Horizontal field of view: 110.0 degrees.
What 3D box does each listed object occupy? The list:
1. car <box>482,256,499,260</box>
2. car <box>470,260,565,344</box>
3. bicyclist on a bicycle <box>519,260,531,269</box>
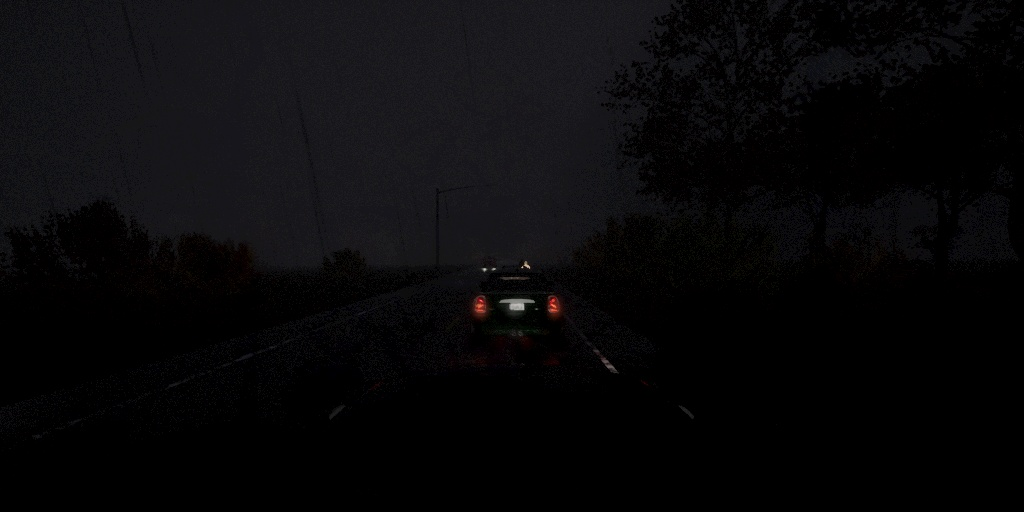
[{"bbox_3d":[-3.727,0.951,60.087,2.150,2.045,5.566,0,0,0],"label":"car"},{"bbox_3d":[0.116,1.099,9.740,2.097,1.767,4.553,0,0,0],"label":"car"},{"bbox_3d":[0.985,1.177,25.563,0.866,1.612,1.509,0,0,1],"label":"bicyclist on a bicycle"}]
